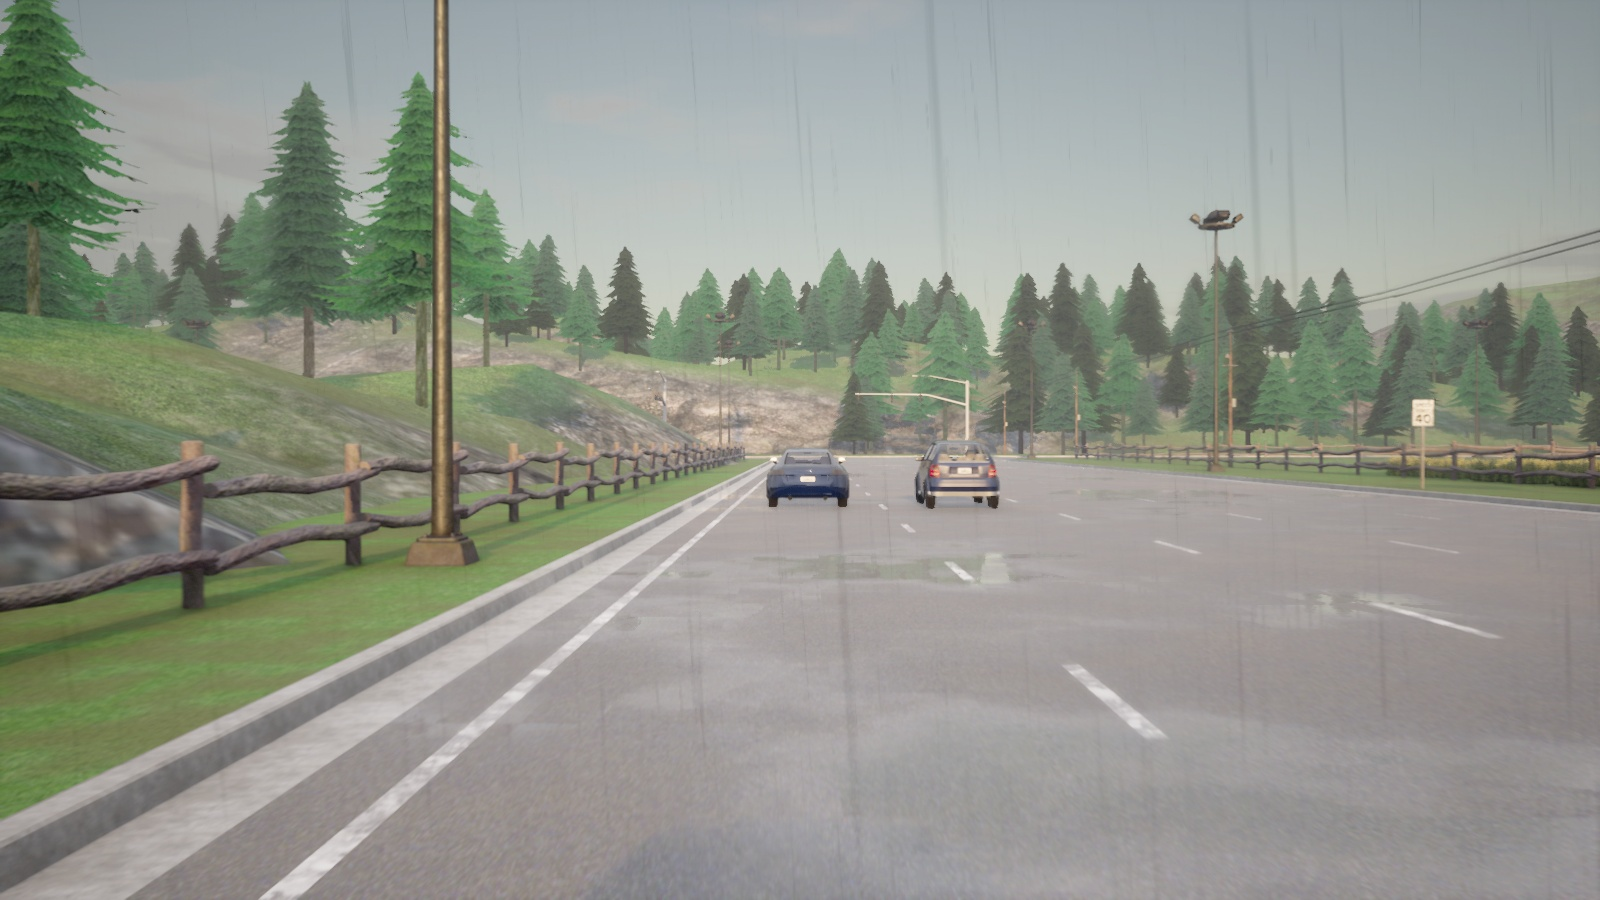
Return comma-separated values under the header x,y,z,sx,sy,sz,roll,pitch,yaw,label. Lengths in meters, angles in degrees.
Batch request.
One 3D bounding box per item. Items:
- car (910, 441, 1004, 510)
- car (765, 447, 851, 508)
x,y,z,sx,sy,sz,roll,pitch,yaw,label
3.685,0.559,29.985,1.789,1.549,3.705,0,0,0,car
0.193,0.634,31.287,1.994,1.385,4.181,0,0,0,car
